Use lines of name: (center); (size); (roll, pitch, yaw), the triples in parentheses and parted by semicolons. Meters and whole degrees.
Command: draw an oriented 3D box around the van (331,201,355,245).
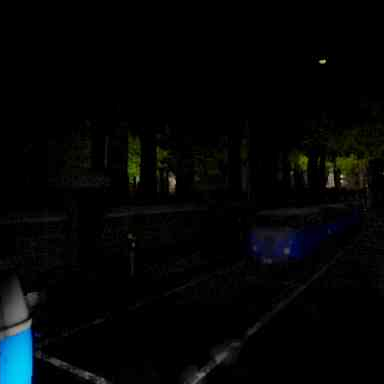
van: (6.408, 1.457, 15.878); (1.690, 1.788, 3.998); (-1, -1, 33)

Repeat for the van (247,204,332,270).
van: (3.290, 1.436, 11.157); (1.690, 1.788, 3.998); (-1, -1, 33)

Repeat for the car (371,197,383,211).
car: (25.119, 1.532, 44.204); (2.192, 1.841, 5.009); (-1, -1, 33)

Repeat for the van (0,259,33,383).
van: (-2.947, 1.392, 1.715); (1.690, 1.788, 3.998); (-1, -1, 33)

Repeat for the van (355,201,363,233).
van: (9.527, 1.476, 20.599); (1.690, 1.788, 3.998); (-1, -1, 33)
